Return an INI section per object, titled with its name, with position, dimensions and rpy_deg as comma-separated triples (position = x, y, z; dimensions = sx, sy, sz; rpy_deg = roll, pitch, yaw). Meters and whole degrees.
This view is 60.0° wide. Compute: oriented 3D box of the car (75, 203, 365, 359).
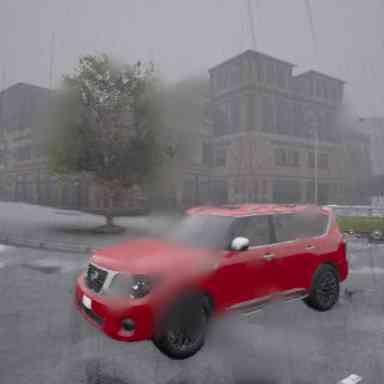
[car]
position = 0.750, 1.259, 6.379
dimensions = 5.566, 2.045, 2.150
rpy_deg = 1, -1, -36

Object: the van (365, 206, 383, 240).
[van]
position = 10.486, 1.853, 20.999
dimensions = 4.442, 1.987, 1.878
rpy_deg = 1, -2, 34
